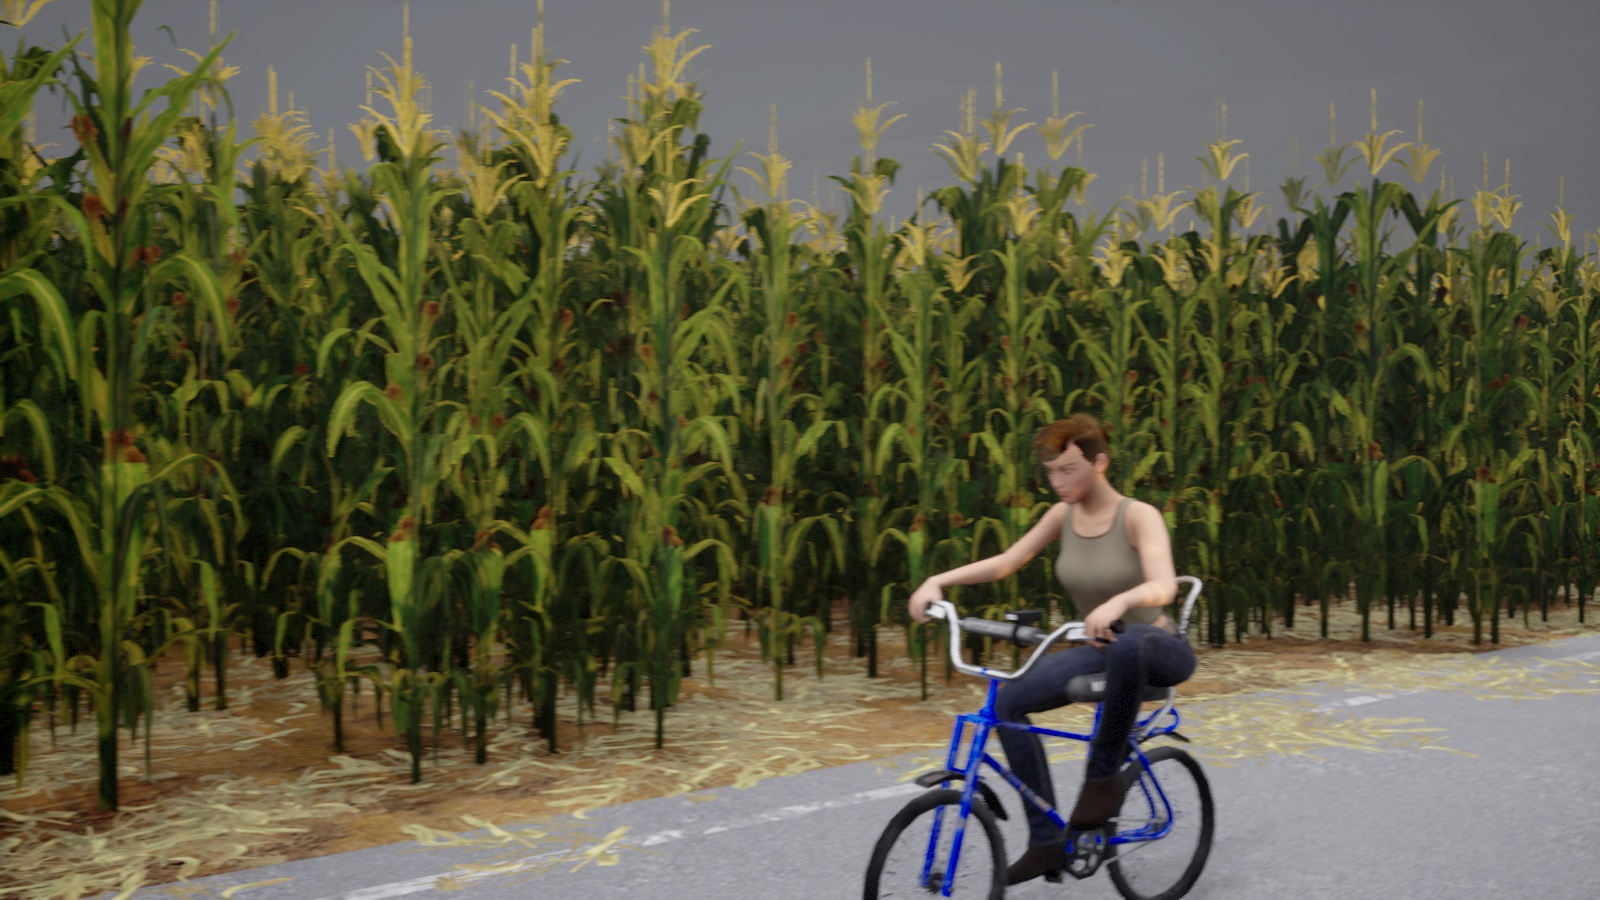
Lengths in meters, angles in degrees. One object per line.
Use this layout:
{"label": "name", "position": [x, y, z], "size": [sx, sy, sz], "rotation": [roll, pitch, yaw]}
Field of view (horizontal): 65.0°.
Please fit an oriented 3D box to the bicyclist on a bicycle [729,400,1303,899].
{"label": "bicyclist on a bicycle", "position": [0.661, 0.689, 3.747], "size": [1.509, 1.612, 0.866], "rotation": [0, 0, -35]}
